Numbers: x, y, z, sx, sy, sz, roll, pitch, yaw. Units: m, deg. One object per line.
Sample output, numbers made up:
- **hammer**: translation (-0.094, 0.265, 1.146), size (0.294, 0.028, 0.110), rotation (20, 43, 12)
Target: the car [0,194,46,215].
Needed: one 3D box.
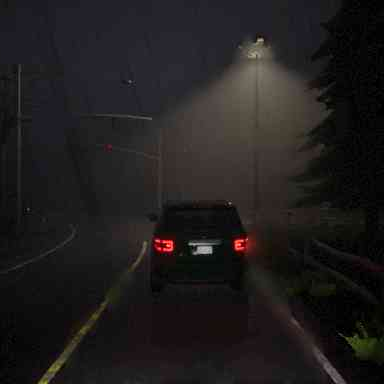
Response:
- **car**: translation (-17.568, 1.221, 34.202), size (5.566, 2.045, 2.150), rotation (0, 0, 30)

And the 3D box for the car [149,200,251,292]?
- **car**: translation (0.010, 1.221, 9.128), size (2.150, 2.045, 5.566), rotation (0, 0, -5)

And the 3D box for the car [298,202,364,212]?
- **car**: translation (12.601, 1.248, 30.218), size (5.566, 2.045, 2.150), rotation (0, 0, 4)
